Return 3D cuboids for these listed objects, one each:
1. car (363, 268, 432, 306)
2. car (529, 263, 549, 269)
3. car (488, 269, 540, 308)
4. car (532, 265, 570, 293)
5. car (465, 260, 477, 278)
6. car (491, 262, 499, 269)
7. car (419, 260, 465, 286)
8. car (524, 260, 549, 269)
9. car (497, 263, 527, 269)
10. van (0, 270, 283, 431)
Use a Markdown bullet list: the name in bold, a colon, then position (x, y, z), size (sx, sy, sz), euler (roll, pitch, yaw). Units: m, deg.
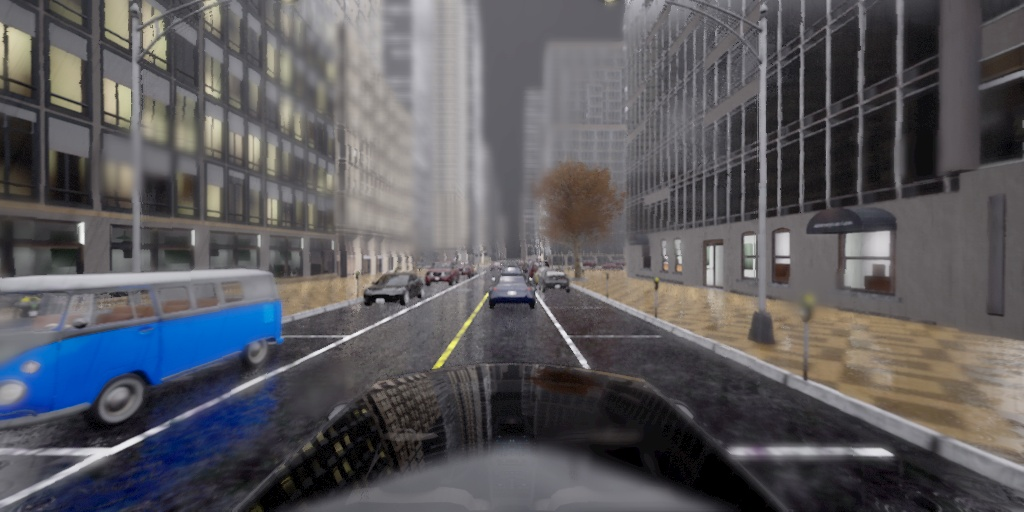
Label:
- **car**: position (-5.314, 1.453, 16.650), size (1.948, 1.339, 4.313), euler (0, 0, 0)
- **car**: position (2.569, 1.516, 28.148), size (1.751, 1.417, 4.829), euler (0, 0, 0)
- **car**: position (0.006, 1.447, 16.125), size (1.994, 1.385, 4.181), euler (0, 0, 0)
- **car**: position (2.568, 1.490, 22.329), size (2.007, 1.370, 4.403), euler (0, 0, 0)
- **car**: position (-5.310, 1.409, 39.244), size (2.192, 1.841, 5.009), euler (0, 0, 0)
- **car**: position (-2.744, 1.840, 63.205), size (1.812, 1.442, 4.674), euler (0, -1, 0)
- **car**: position (-5.312, 1.305, 27.947), size (2.192, 1.841, 5.009), euler (0, 0, 0)
- **car**: position (2.570, 1.357, 33.626), size (2.192, 1.841, 5.009), euler (0, 0, 0)
- **car**: position (0.006, 1.564, 30.828), size (2.033, 1.411, 5.357), euler (0, 0, 0)
- **van**: position (-5.316, 1.124, 5.353), size (1.690, 1.789, 3.998), euler (0, 0, 0)
